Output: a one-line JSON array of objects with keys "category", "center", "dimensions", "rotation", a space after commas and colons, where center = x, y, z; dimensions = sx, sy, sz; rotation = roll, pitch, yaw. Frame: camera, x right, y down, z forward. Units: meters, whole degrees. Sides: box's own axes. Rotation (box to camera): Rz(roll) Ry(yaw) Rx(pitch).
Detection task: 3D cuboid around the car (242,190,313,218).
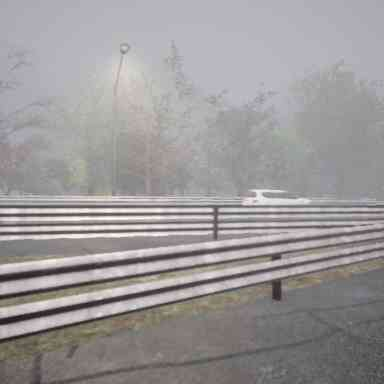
[{"category": "car", "center": [6.596, 0.894, 25.523], "dimensions": [5.566, 2.045, 2.150], "rotation": [1, 0, -18]}]
